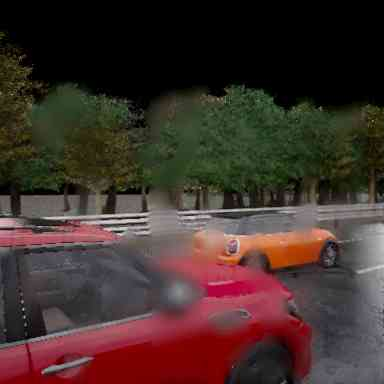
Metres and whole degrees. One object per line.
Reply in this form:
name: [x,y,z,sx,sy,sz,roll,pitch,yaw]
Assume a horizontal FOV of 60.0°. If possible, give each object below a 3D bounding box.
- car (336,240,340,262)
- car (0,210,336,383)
car: [2.200,1.344,9.544,4.553,1.767,2.097,0,0,-35]
car: [-1.412,1.222,2.736,5.566,2.045,2.150,0,0,-35]
